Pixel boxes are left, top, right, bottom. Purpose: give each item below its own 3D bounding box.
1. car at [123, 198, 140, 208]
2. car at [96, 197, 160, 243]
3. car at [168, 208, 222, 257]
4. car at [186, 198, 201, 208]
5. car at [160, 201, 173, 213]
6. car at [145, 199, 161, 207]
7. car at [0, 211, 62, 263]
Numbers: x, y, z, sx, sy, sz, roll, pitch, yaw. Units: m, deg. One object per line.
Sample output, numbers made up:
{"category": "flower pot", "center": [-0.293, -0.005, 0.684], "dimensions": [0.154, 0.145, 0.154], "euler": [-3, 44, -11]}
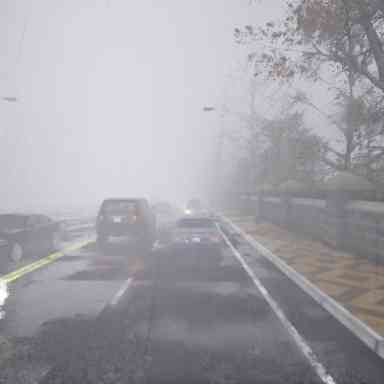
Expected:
{"category": "car", "center": [-9.637, 1.726, 53.334], "dimensions": [1.994, 1.385, 4.181], "euler": [0, 0, 1]}
{"category": "car", "center": [-3.103, 1.271, 16.565], "dimensions": [2.150, 2.045, 5.566], "euler": [0, 0, 0]}
{"category": "car", "center": [0.134, 1.589, 13.168], "dimensions": [2.033, 1.411, 5.357], "euler": [0, 0, 0]}
{"category": "car", "center": [0.246, 1.660, 47.420], "dimensions": [1.837, 1.490, 4.892], "euler": [0, 0, 0]}
{"category": "car", "center": [-3.048, 1.655, 34.203], "dimensions": [2.033, 1.411, 5.357], "euler": [0, 0, 0]}
{"category": "car", "center": [-6.369, 1.773, 54.872], "dimensions": [1.895, 1.301, 4.718], "euler": [0, 0, 1]}
{"category": "car", "center": [-6.564, 1.509, 12.349], "dimensions": [1.882, 1.535, 5.008], "euler": [0, 0, 0]}
